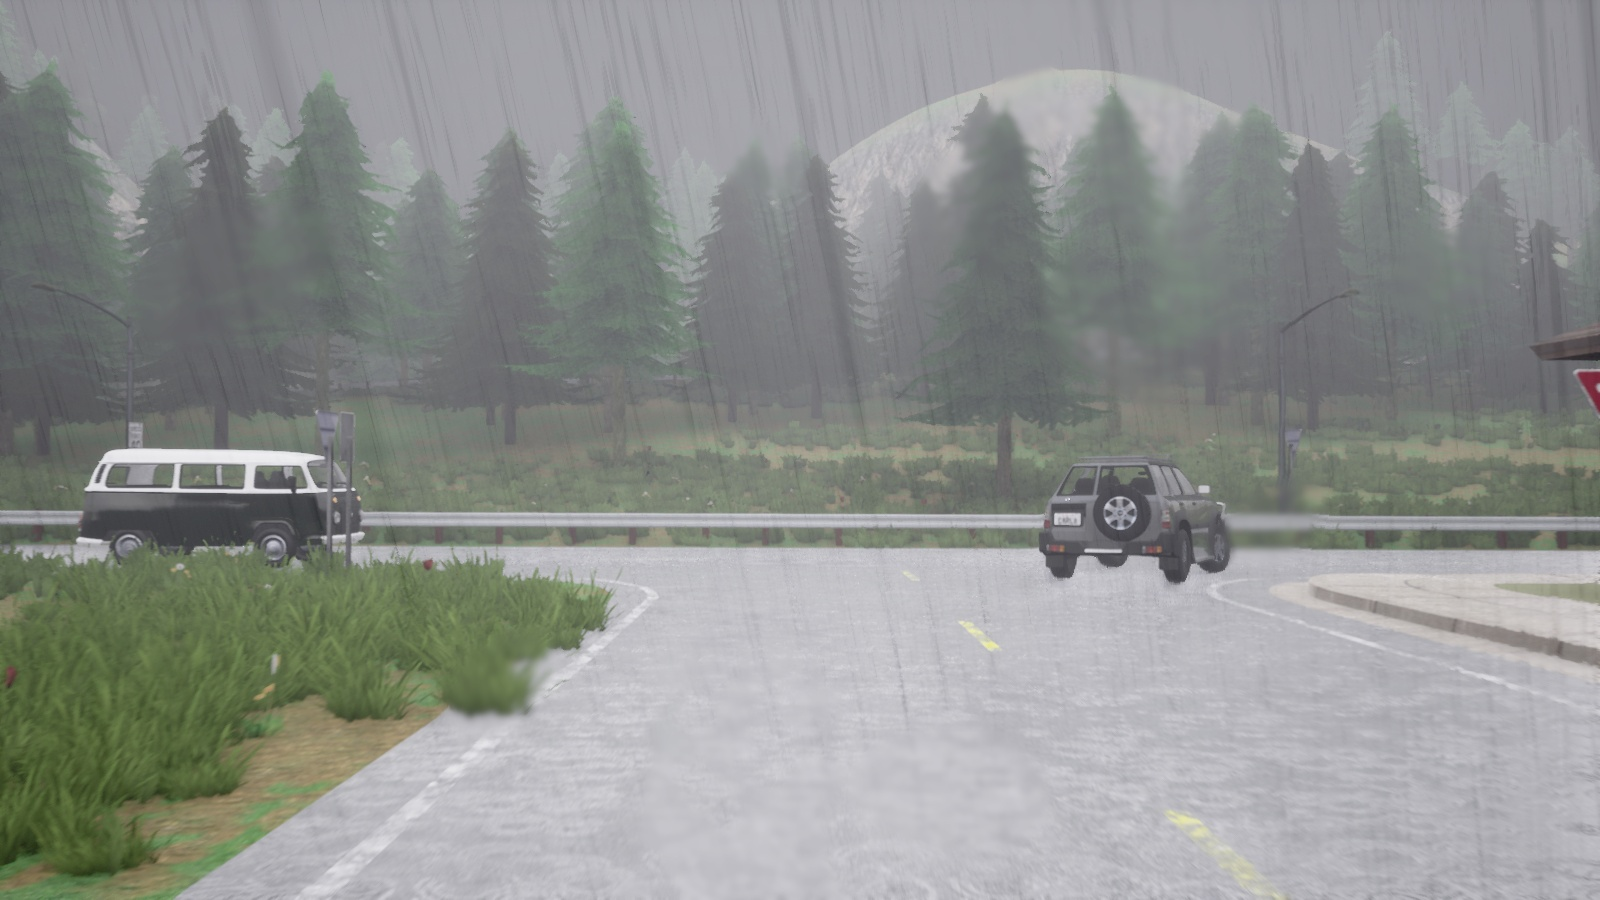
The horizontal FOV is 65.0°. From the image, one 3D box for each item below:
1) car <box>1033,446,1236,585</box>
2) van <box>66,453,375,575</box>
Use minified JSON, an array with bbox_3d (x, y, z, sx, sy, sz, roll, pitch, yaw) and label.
[{"bbox_3d":[5.259,0.966,19.297,1.932,1.855,4.605,-2,-2,29],"label":"car"},{"bbox_3d":[-10.090,1.089,22.139,4.480,2.038,2.069,0,-1,0],"label":"van"}]
